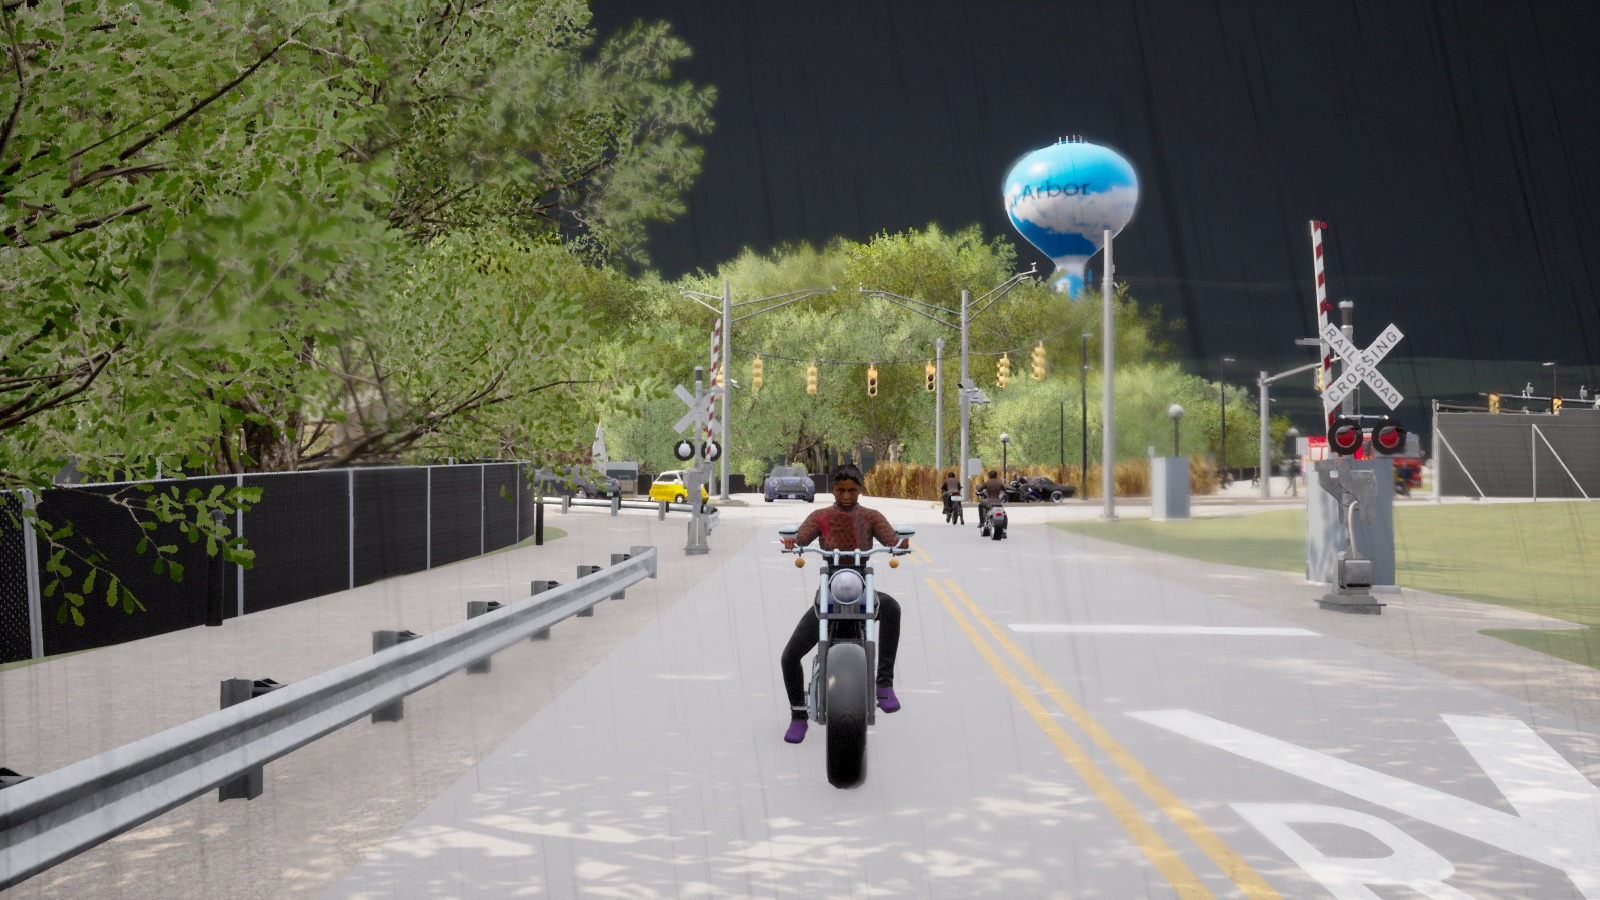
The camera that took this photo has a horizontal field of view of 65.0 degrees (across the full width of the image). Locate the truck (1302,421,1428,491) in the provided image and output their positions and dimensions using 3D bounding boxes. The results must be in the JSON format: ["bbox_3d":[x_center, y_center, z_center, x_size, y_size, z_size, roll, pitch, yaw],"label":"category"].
[{"bbox_3d":[32.602,0.409,72.908,2.891,3.827,8.468,0,-1,-5],"label":"truck"}]

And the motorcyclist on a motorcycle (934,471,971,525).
[{"bbox_3d":[4.419,1.370,36.557,0.797,1.523,2.044,1,-1,-1],"label":"motorcyclist on a motorcycle"}]

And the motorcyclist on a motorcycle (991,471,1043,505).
[{"bbox_3d":[9.855,1.730,57.019,2.191,1.530,0.866,0,-1,-4],"label":"motorcyclist on a motorcycle"}]

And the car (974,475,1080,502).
[{"bbox_3d":[10.905,1.855,60.602,4.718,1.301,1.895,0,-1,-4],"label":"car"}]

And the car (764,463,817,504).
[{"bbox_3d":[-0.488,1.490,56.845,2.097,1.767,4.553,0,-1,-4],"label":"car"}]

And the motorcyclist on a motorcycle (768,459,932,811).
[{"bbox_3d":[0.269,0.884,7.085,0.766,1.649,2.350,0,-1,2],"label":"motorcyclist on a motorcycle"}]

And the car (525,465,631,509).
[{"bbox_3d":[-7.952,1.328,44.831,3.633,1.501,1.845,-1,-3,41],"label":"car"}]

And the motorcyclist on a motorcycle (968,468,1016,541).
[{"bbox_3d":[4.469,1.243,29.341,0.766,1.649,2.350,1,-1,0],"label":"motorcyclist on a motorcycle"}]

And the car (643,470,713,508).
[{"bbox_3d":[-4.657,1.502,47.848,2.207,1.376,1.481,-2,-3,34],"label":"car"}]

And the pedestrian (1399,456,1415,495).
[{"bbox_3d":[29.611,1.251,61.260,0.402,1.842,0.726,0,-3,-2],"label":"pedestrian"}]
